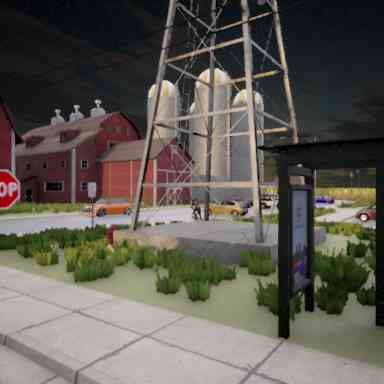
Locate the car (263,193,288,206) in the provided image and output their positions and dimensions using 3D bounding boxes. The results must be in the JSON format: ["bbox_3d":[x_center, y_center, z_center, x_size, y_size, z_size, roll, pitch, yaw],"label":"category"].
[{"bbox_3d":[13.682,1.201,54.506,2.150,2.045,5.566,0,0,35],"label":"car"}]

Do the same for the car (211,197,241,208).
[{"bbox_3d":[4.984,1.468,48.120,2.128,1.511,4.902,0,0,35],"label":"car"}]

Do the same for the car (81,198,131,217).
[{"bbox_3d":[-7.671,1.328,29.800,2.097,1.767,4.553,0,0,35],"label":"car"}]

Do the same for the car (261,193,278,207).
[{"bbox_3d":[10.351,1.297,42.464,3.866,1.878,1.905,0,0,35],"label":"car"}]

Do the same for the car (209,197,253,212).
[{"bbox_3d":[3.115,1.490,31.074,4.193,1.474,1.816,0,0,35],"label":"car"}]

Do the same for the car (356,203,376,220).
[{"bbox_3d":[14.356,1.518,24.703,3.905,1.438,1.784,0,0,35],"label":"car"}]

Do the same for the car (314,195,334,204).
[{"bbox_3d":[24.178,1.464,62.332,4.611,1.667,2.242,0,0,35],"label":"car"}]

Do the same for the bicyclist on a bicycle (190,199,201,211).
[{"bbox_3d":[0.231,1.288,22.216,0.582,1.620,1.656,0,0,-21],"label":"bicyclist on a bicycle"}]
